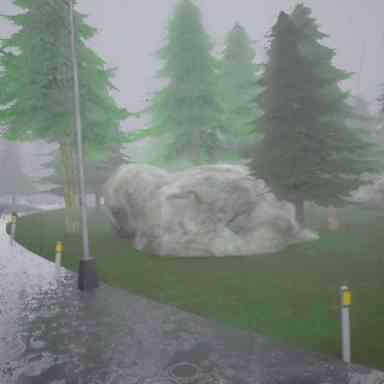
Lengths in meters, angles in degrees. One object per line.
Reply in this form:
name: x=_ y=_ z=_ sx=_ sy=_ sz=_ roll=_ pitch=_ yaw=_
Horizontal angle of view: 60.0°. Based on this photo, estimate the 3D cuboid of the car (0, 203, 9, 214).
car: x=-21.772 y=1.793 z=36.385 sx=2.128 sy=1.511 sz=4.902 roll=-4 pitch=0 yaw=-9
